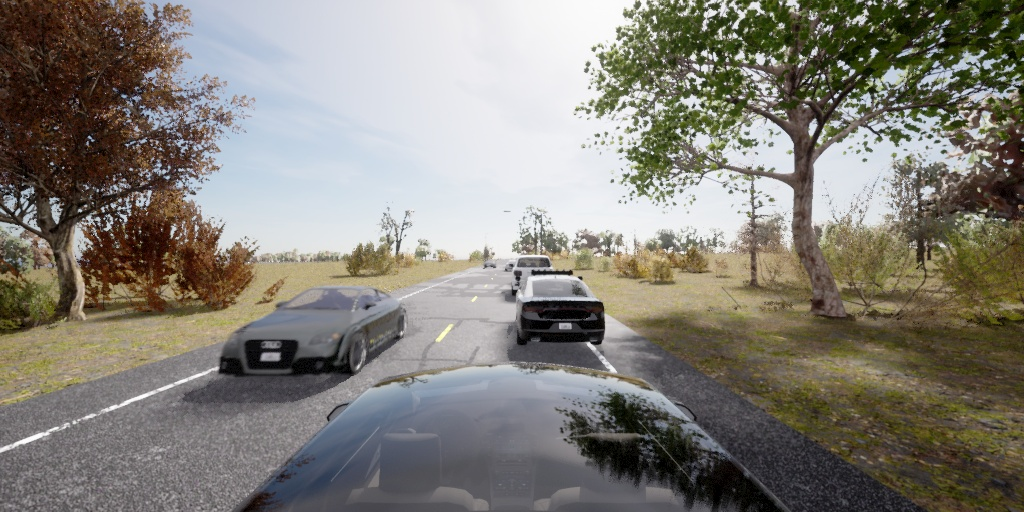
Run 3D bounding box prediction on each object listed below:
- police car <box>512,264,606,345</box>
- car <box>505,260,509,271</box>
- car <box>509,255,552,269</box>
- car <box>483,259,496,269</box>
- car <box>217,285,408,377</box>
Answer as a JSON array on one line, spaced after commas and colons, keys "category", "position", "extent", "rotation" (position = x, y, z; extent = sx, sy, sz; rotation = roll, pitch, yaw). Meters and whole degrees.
[{"category": "police car", "position": [1.053, 1.177, 9.644], "extent": [1.930, 1.638, 5.238], "rotation": [0, 0, 0]}, {"category": "car", "position": [0.056, 1.283, 48.265], "extent": [1.812, 1.442, 4.674], "rotation": [0, 0, 1]}, {"category": "car", "position": [1.057, 0.978, 19.566], "extent": [2.150, 2.045, 5.566], "rotation": [0, 0, 0]}, {"category": "car", "position": [-3.481, 1.250, 56.284], "extent": [2.128, 1.511, 4.902], "rotation": [0, 0, 0]}, {"category": "car", "position": [-3.597, 1.315, 7.336], "extent": [1.994, 1.385, 4.181], "rotation": [0, 0, 0]}]
